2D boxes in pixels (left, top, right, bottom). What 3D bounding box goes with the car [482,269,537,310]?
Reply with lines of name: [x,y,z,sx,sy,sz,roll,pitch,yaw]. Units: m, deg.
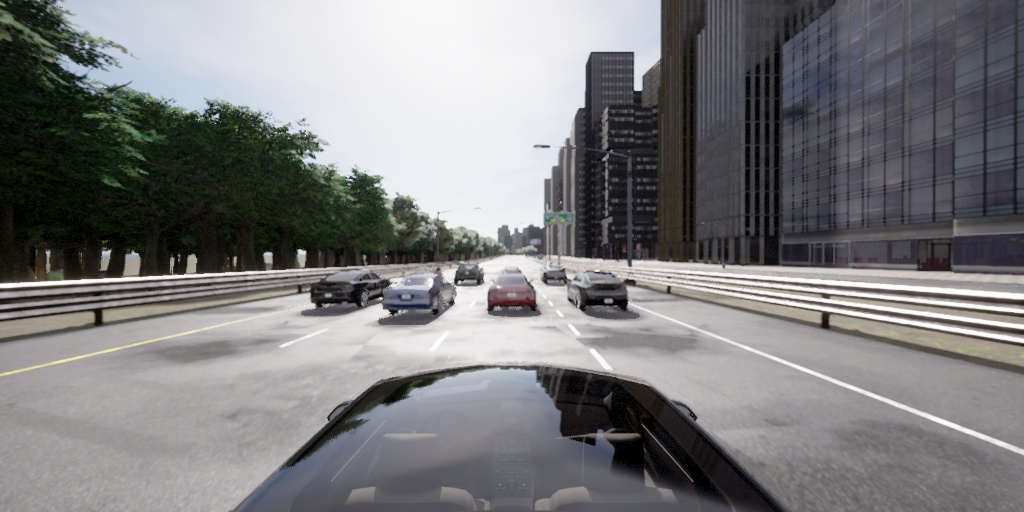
car: [0.008,1.444,15.432,1.994,1.385,4.181,0,0,0]

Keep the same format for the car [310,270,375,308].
car: [-6.985,1.364,16.133,1.882,1.535,5.008,0,0,0]

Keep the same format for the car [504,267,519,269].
car: [-0.021,1.581,30.373,1.994,1.385,4.181,0,0,0]

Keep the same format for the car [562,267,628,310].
car: [3.509,1.386,15.388,1.837,1.490,4.892,0,0,0]

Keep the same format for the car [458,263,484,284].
car: [-3.520,1.367,30.297,2.097,1.767,4.553,0,-1,0]

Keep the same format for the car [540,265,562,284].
car: [3.479,1.509,30.411,2.128,1.511,4.902,0,0,0]

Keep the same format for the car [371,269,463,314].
car: [-3.499,1.418,14.390,2.033,1.411,5.357,0,-1,0]
